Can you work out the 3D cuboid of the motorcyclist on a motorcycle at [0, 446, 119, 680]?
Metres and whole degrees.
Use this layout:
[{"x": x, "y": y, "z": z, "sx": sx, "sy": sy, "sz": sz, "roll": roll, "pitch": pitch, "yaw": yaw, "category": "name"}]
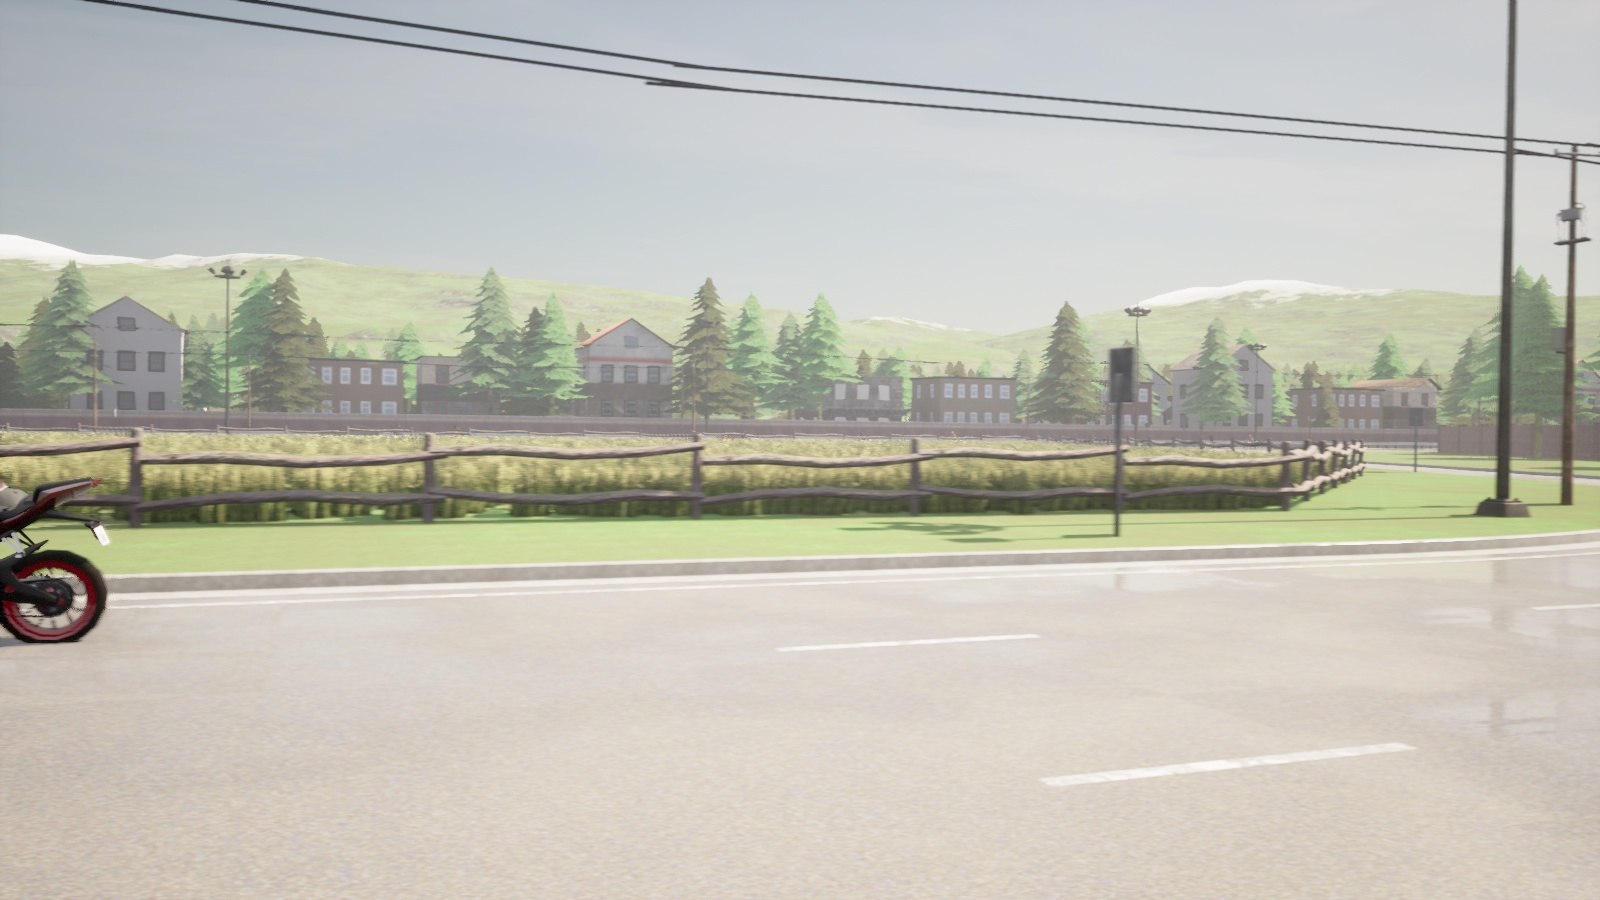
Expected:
[{"x": -5.916, "y": 0.757, "z": 8.481, "sx": 2.191, "sy": 1.530, "sz": 0.866, "roll": -1, "pitch": 1, "yaw": -21, "category": "motorcyclist on a motorcycle"}]
